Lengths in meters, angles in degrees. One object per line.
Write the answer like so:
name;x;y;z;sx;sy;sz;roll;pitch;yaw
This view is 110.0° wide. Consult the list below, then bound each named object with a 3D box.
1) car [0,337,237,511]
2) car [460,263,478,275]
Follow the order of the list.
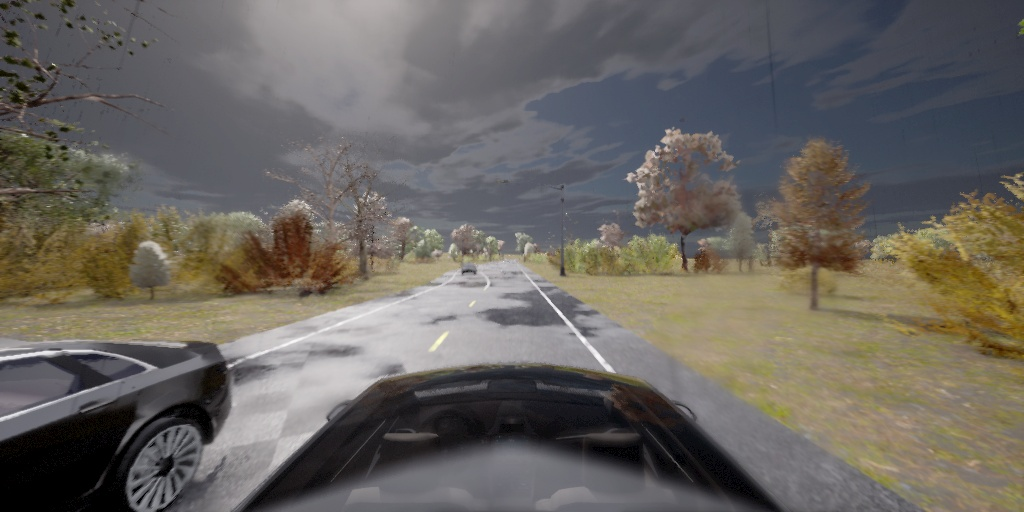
car;-3.601;1.240;1.423;2.128;1.511;4.902;0;0;0
car;-5.357;1.587;44.726;1.837;1.490;4.892;0;-1;-7
